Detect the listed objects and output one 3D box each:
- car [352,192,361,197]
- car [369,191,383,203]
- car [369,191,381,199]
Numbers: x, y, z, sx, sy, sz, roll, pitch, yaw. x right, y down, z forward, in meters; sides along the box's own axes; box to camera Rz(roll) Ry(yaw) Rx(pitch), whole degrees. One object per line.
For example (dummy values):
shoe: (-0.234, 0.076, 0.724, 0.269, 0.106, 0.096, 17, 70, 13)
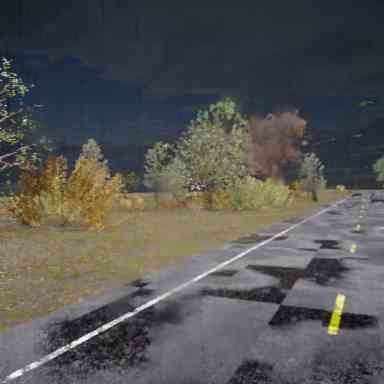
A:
car: (39.231, 0.604, 79.142, 1.895, 1.301, 4.718, -2, 0, 28)
car: (27.221, 0.831, 48.694, 2.033, 1.411, 5.357, -2, 0, 28)
car: (35.594, 0.607, 64.766, 2.033, 1.411, 5.357, -2, 0, 28)
